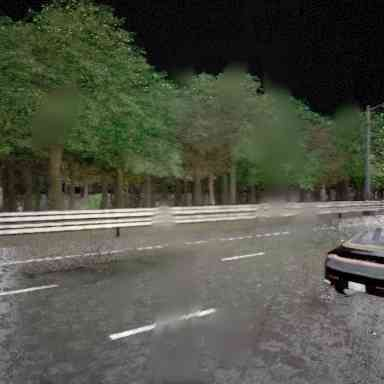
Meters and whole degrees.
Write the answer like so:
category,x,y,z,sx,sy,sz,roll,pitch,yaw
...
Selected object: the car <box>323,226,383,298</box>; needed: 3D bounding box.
category,x,y,z,sx,sy,sz,roll,pitch,yaw
car,4.938,1.493,7.394,4.902,1.511,2.128,0,0,-36
